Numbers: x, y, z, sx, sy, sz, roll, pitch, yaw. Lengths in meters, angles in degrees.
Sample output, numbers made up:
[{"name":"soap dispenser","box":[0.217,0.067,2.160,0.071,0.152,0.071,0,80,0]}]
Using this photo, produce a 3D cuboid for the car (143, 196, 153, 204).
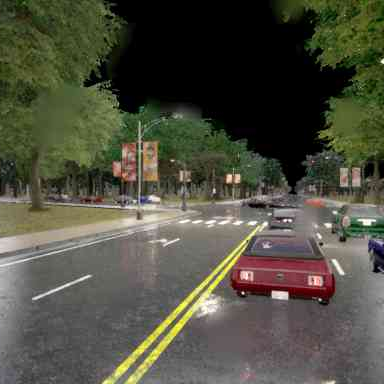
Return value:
[{"name":"car","box":[-9.640,1.341,58.018,5.008,1.535,1.882,0,0,40]}]

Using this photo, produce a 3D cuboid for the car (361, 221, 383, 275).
[{"name":"car","box":[5.463,1.601,7.596,1.895,1.301,4.718,0,0,17]}]

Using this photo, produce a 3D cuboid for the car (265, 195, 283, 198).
[{"name":"car","box":[15.442,1.554,62.587,2.033,1.411,5.357,0,0,18]}]

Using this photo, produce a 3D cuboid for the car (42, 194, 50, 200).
[{"name":"car","box":[-37.194,1.234,81.124,4.674,1.442,1.812,0,0,40]}]

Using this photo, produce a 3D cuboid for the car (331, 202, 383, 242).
[{"name":"car","box":[8.069,1.352,16.199,2.097,1.767,4.553,0,0,17]}]

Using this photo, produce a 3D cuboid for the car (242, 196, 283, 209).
[{"name":"car","box":[8.766,1.586,42.495,4.718,1.301,1.895,0,0,40]}]

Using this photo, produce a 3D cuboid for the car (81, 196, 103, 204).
[{"name":"car","box":[-18.369,1.423,60.932,4.718,1.301,1.895,0,0,41]}]

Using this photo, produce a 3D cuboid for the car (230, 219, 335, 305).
[{"name":"car","box":[2.255,1.601,8.207,1.895,1.301,4.718,0,0,17]}]

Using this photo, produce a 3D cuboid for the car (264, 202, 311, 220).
[{"name":"car","box":[4.935,1.505,17.070,1.837,1.490,4.892,0,0,17]}]

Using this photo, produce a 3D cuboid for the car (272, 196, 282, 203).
[{"name":"car","box":[18.513,1.604,72.390,1.895,1.301,4.718,0,0,17]}]

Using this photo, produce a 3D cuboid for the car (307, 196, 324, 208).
[{"name":"car","box":[18.467,1.356,49.738,2.097,1.767,4.553,0,0,16]}]

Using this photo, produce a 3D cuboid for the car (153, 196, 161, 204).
[{"name":"car","box":[-7.684,1.387,60.620,4.674,1.442,1.812,0,0,40]}]

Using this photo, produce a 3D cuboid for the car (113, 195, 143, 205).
[{"name":"car","box":[-10.938,1.361,54.653,4.902,1.511,2.128,0,0,41]}]

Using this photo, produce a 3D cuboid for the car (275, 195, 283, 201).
[{"name":"car","box":[21.572,1.489,82.299,1.882,1.535,5.008,0,0,17]}]

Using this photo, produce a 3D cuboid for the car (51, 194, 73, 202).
[{"name":"car","box":[-26.114,1.300,67.529,4.674,1.442,1.812,0,0,40]}]

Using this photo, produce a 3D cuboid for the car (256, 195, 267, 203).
[{"name":"car","box":[15.321,1.487,73.072,1.882,1.535,5.008,0,0,17]}]

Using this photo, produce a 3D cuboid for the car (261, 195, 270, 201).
[{"name":"car","box":[18.351,1.535,82.881,1.812,1.442,4.674,0,0,17]}]
